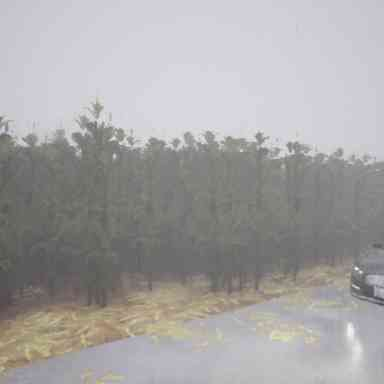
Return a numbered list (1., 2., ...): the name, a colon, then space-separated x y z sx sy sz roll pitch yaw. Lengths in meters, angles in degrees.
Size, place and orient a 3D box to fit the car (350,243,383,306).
1. car: 5.446 1.579 7.381 4.902 1.511 2.128 1 0 -35
